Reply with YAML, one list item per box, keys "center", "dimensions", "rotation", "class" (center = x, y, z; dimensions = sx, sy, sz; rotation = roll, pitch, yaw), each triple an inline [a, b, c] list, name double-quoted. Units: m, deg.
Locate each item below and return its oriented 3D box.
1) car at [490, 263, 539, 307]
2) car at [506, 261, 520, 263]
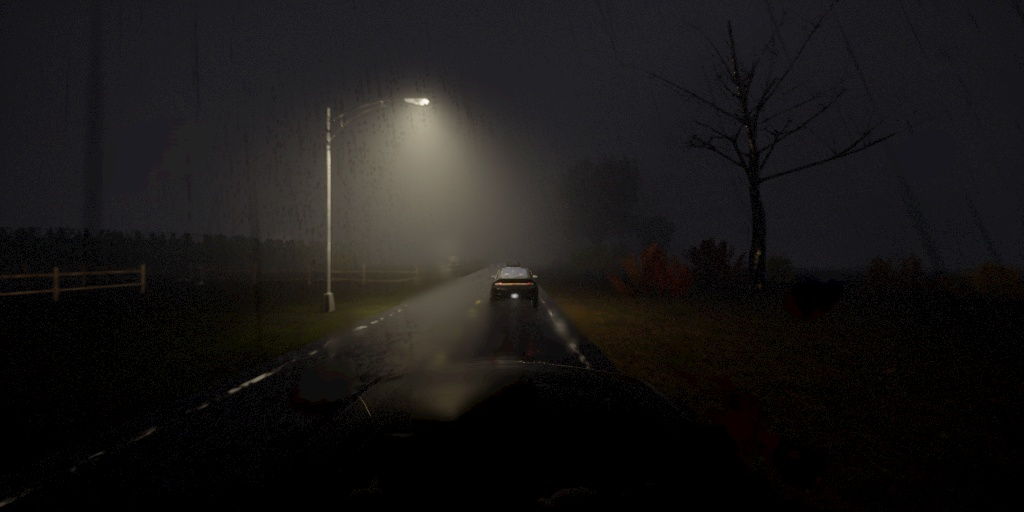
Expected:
- center: [0.097, 1.246, 15.481]
  dimensions: [2.128, 1.511, 4.902]
  rotation: [0, 0, 0]
  class: "car"
- center: [0.090, 1.269, 34.998]
  dimensions: [2.128, 1.511, 4.902]
  rotation: [0, 0, 0]
  class: "car"
